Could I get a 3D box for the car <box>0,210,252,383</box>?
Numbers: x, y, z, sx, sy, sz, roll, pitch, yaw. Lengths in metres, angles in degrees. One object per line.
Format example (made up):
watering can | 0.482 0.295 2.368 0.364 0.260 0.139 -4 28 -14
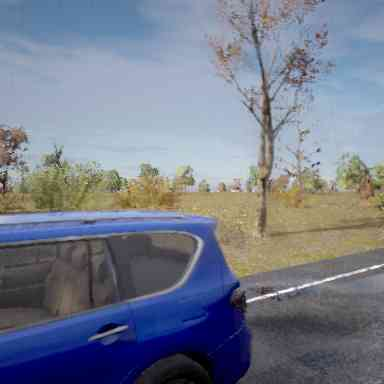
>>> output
car | -2.006 1.222 2.560 5.566 2.045 2.150 0 0 -35
